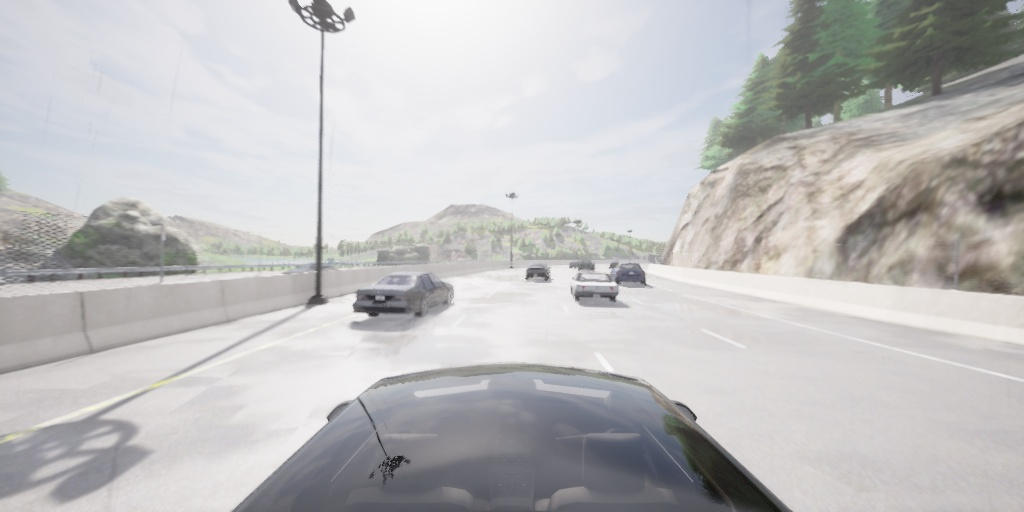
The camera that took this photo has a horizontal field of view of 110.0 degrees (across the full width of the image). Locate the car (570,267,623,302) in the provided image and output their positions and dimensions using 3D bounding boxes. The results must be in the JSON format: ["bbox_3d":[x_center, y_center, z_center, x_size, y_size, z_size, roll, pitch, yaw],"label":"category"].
[{"bbox_3d":[3.875,1.414,17.565,1.895,1.301,4.718,1,0,6],"label":"car"}]

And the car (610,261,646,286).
[{"bbox_3d":[8.863,1.244,27.607,2.097,1.767,4.553,1,0,9],"label":"car"}]

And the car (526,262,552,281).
[{"bbox_3d":[2.365,1.298,31.415,1.837,1.490,4.892,0,0,10],"label":"car"}]

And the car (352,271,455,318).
[{"bbox_3d":[-3.527,1.246,12.732,2.033,1.411,5.357,1,0,5],"label":"car"}]

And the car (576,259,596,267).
[{"bbox_3d":[11.196,1.285,53.160,2.097,1.767,4.553,1,0,18],"label":"car"}]

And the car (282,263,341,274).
[{"bbox_3d":[-12.886,1.123,23.306,1.994,1.385,4.181,1,0,6],"label":"car"}]
